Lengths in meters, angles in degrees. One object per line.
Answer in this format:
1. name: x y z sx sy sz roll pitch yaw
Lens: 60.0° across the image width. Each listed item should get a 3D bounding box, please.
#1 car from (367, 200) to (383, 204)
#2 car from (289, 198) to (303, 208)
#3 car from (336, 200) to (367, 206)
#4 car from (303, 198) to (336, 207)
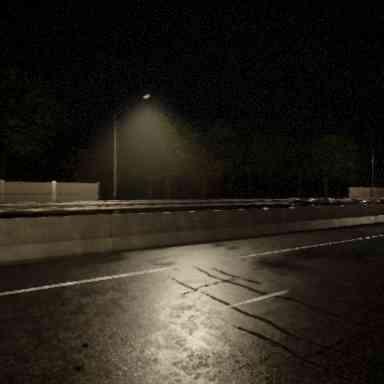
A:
1. car: 21.671 1.589 36.547 5.008 1.535 1.882 0 0 -36
2. car: 15.153 1.562 44.764 4.902 1.511 2.128 0 0 -35
3. car: 19.408 1.635 39.235 4.181 1.385 1.994 0 0 -35
4. car: 16.613 1.560 41.553 4.902 1.511 2.128 0 0 -35
